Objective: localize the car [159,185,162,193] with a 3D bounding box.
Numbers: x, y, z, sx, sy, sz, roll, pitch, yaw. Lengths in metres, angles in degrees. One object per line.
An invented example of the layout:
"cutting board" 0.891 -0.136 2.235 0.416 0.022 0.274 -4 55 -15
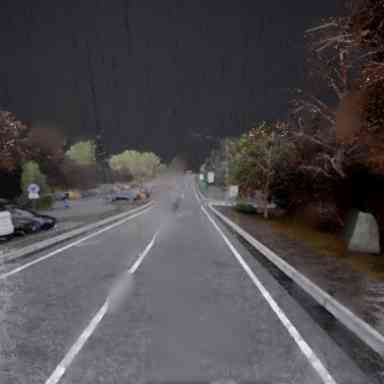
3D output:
"car" -10.372 -0.193 82.115 4.553 1.767 2.185 0 3 0

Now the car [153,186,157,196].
"car" -10.328 0.211 70.980 4.553 1.767 2.185 0 2 0

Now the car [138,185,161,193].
"car" -10.377 -0.078 79.337 4.553 1.767 2.185 0 2 0

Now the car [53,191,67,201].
"car" -23.470 0.698 54.091 4.674 1.452 2.002 0 0 0

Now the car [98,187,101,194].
"car" -23.429 0.248 73.741 4.892 1.521 2.231 0 2 0

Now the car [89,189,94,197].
"car" -23.439 0.417 68.035 5.008 1.535 2.097 0 1 0

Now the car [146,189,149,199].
"car" -10.378 0.631 57.043 5.008 1.535 2.097 0 1 0

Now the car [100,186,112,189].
"car" -23.236 -0.067 81.970 5.366 1.575 1.946 0 2 0

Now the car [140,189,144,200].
"car" -10.421 0.711 51.478 4.792 1.488 2.163 0 0 0

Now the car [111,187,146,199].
"car" -10.419 0.534 54.262 4.553 1.767 2.185 0 1 0

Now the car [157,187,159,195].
"car" -10.326 0.278 73.771 4.792 1.488 2.163 0 2 0

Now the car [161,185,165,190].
"car" -10.325 -0.321 87.691 5.008 1.535 2.097 0 3 0

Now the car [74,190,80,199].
"car" -23.644 0.587 59.795 5.366 1.575 1.946 0 1 0

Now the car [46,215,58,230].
"car" -10.129 1.523 18.885 4.792 1.488 2.163 0 0 0

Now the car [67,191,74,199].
"car" -23.491 0.658 57.003 4.792 1.488 2.163 0 1 0

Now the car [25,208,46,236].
"car" -10.166 1.494 16.108 5.008 1.535 2.097 0 0 0

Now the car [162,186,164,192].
"car" -10.339 -0.150 84.907 4.674 1.452 2.002 0 3 0

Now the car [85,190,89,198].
"car" -23.420 0.517 65.246 4.792 1.488 2.163 0 1 0

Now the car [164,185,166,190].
"car" -10.322 -0.460 90.477 5.008 1.535 2.097 0 3 0

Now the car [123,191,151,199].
"car" -10.367 0.546 62.626 4.892 1.521 2.231 0 1 0

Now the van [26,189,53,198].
"van" -23.350 0.476 48.631 4.442 1.987 1.878 1 1 0

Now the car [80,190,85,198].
"car" -23.639 0.540 62.590 5.366 1.575 1.946 0 1 0

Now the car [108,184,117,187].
"car" -23.440 -0.567 87.531 5.566 2.045 2.435 0 3 0

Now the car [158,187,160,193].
"car" -10.379 0.181 76.557 4.792 1.488 2.163 0 2 0

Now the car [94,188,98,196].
"car" -23.434 0.338 70.824 5.008 1.535 2.097 0 2 0

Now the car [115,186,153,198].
"car" -10.407 0.342 59.833 5.566 2.045 2.435 0 1 0

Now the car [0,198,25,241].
"car" -10.192 1.243 13.332 5.566 2.045 2.435 0 0 0

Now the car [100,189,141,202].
"car" -10.368 0.732 48.694 4.792 1.488 2.163 0 0 0
